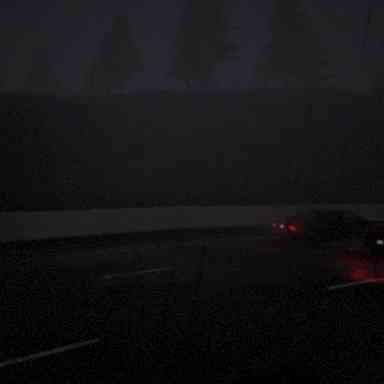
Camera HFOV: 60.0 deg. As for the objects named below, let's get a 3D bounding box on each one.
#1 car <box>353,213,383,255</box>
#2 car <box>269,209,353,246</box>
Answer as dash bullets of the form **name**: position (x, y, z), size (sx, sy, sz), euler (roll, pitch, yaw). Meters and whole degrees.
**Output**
- **car**: position (8.178, 1.398, 11.163), size (5.008, 1.535, 1.882), euler (0, 0, -20)
- **car**: position (6.068, 1.457, 14.477), size (5.357, 1.411, 2.033), euler (0, 0, -19)
